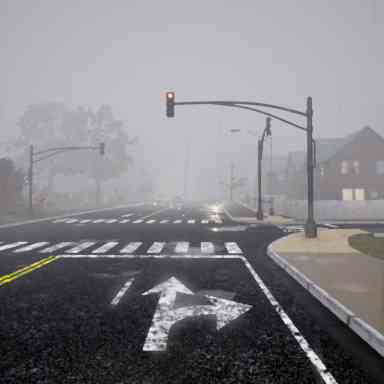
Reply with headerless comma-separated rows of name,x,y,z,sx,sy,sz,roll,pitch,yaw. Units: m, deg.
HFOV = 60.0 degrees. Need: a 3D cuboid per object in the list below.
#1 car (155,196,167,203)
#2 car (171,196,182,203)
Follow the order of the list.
car,-6.319,1.497,68.173,1.882,1.535,5.008,0,0,5
car,-3.085,1.536,67.855,1.812,1.442,4.674,0,0,5
